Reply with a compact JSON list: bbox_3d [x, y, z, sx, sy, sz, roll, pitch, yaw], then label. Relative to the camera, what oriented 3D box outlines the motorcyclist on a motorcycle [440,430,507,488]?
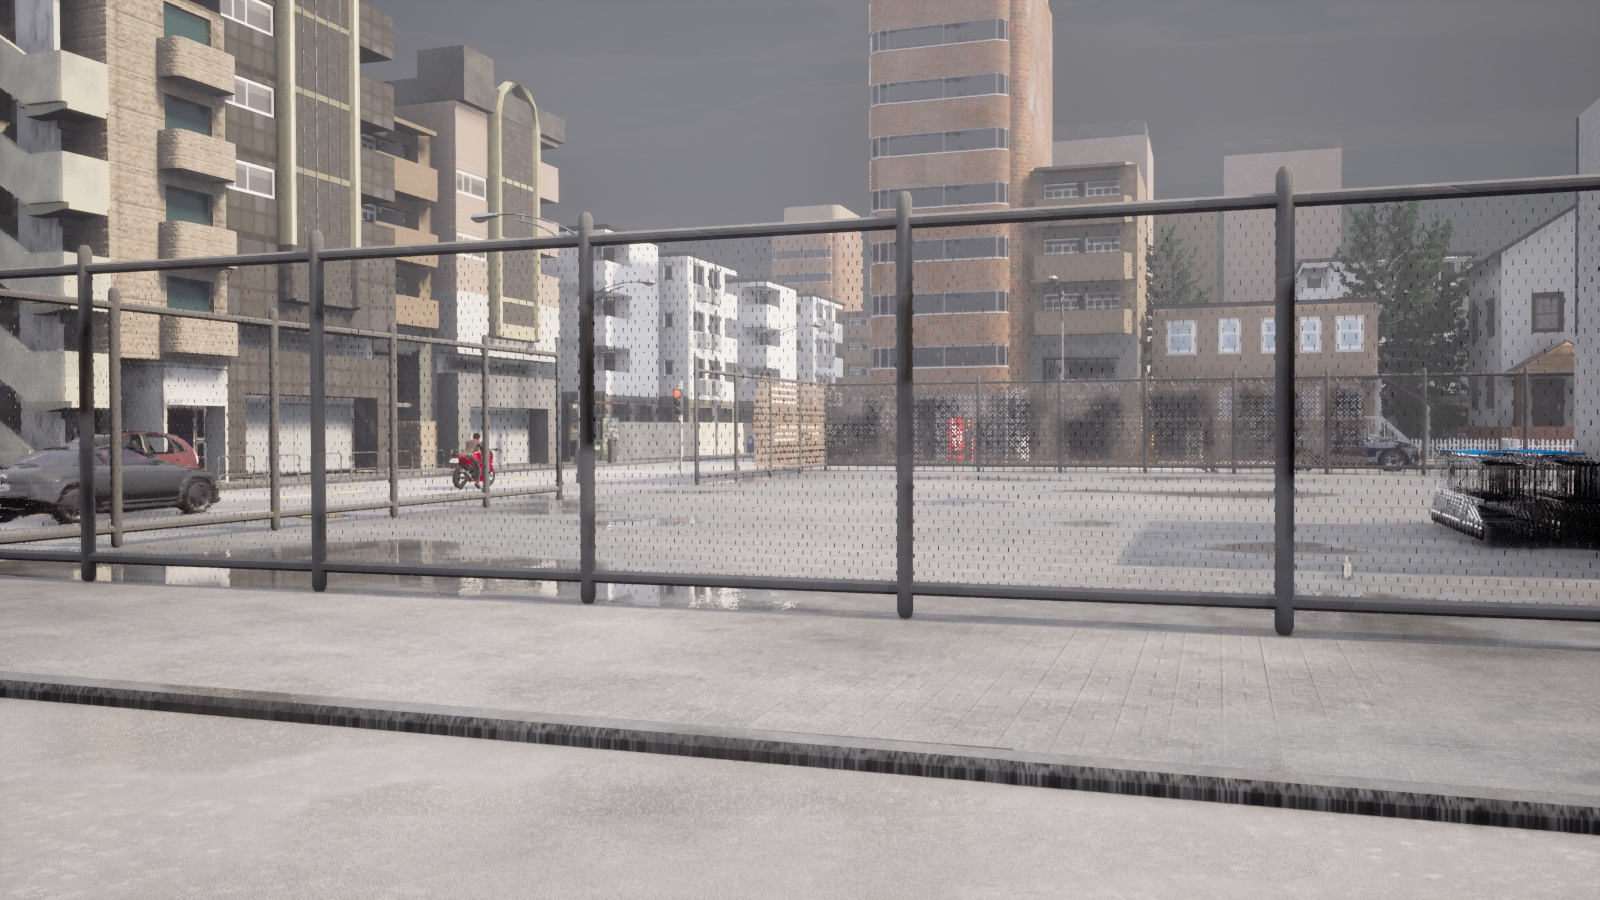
[{"bbox_3d":[-8.945,0.223,34.468,0.797,1.523,2.044,1,1,19],"label":"motorcyclist on a motorcycle"}]

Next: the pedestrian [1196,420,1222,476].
[{"bbox_3d":[13.580,-0.080,41.666,0.703,1.840,0.431,1,1,34],"label":"pedestrian"}]

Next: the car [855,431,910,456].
[{"bbox_3d":[5.072,-0.420,76.300,2.128,1.511,4.902,1,1,19],"label":"car"}]

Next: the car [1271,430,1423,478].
[{"bbox_3d":[19.504,0.109,44.994,4.856,1.649,2.033,1,1,20],"label":"car"}]

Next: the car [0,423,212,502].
[{"bbox_3d":[-15.348,0.220,27.950,1.851,1.617,3.988,1,1,18],"label":"car"}]

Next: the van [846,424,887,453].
[{"bbox_3d":[4.679,-0.807,87.688,1.775,1.987,4.442,1,1,19],"label":"van"}]

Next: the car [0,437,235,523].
[{"bbox_3d":[-12.761,0.473,23.107,1.994,1.385,4.181,1,1,19],"label":"car"}]

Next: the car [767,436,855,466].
[{"bbox_3d":[0.451,-0.002,58.096,1.895,1.301,4.718,0,1,-31],"label":"car"}]
